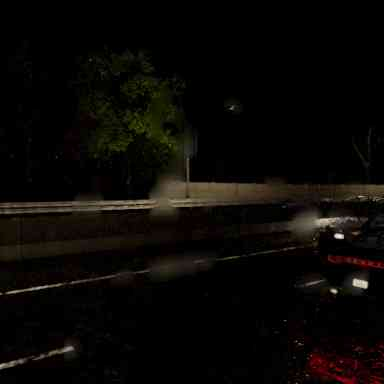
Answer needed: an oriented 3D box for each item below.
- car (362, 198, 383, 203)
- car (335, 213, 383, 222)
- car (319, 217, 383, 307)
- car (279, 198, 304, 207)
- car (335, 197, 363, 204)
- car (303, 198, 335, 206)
[{"bbox_3d":[21.258,1.461,36.336,5.357,1.411,2.033,0,0,-35],"label":"car"},{"bbox_3d":[6.839,1.530,12.930,4.181,1.385,1.994,0,0,-35],"label":"car"},{"bbox_3d":[5.006,1.456,7.336,5.008,1.535,1.882,-1,0,-35],"label":"car"},{"bbox_3d":[13.831,1.463,43.844,5.357,1.411,2.033,0,0,-36],"label":"car"},{"bbox_3d":[19.679,1.403,39.503,4.902,1.511,2.128,0,0,-35],"label":"car"},{"bbox_3d":[16.493,1.515,41.535,4.718,1.301,1.895,0,0,-35],"label":"car"}]
